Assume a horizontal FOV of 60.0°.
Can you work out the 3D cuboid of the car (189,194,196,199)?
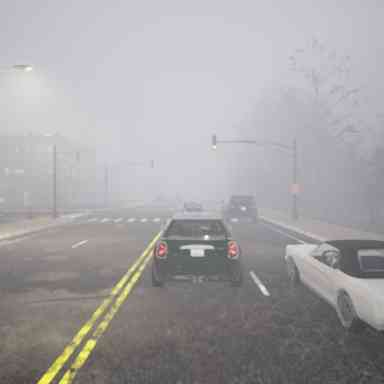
[{"bbox_3d":[0.249,1.233,91.638,1.837,1.490,4.892,0,0,0],"label":"car"}]

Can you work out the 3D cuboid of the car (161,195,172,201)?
[{"bbox_3d":[-6.276,1.434,82.372,2.128,1.511,4.902,0,0,0],"label":"car"}]

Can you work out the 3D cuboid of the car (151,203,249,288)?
[{"bbox_3d":[0.127,1.343,9.401,2.097,1.767,4.553,0,0,0],"label":"car"}]

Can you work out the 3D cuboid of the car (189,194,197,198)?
[{"bbox_3d":[0.221,1.430,81.636,1.812,1.442,4.674,0,0,0],"label":"car"}]

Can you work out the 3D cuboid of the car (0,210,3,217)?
[{"bbox_3d":[-19.873,1.792,30.841,4.313,1.339,1.947,-1,1,0],"label":"car"}]

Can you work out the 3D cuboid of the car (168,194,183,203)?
[{"bbox_3d":[-3.077,1.285,66.996,2.097,1.767,4.553,0,0,0],"label":"car"}]

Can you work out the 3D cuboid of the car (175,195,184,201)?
[{"bbox_3d":[-3.025,1.447,82.448,2.033,1.411,5.357,0,0,0],"label":"car"}]

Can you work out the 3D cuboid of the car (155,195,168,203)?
[{"bbox_3d":[-6.325,1.432,66.882,1.837,1.490,4.892,0,0,0],"label":"car"}]

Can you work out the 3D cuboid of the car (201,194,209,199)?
[{"bbox_3d":[3.499,1.272,91.630,2.033,1.411,5.357,0,0,0],"label":"car"}]

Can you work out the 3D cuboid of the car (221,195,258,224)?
[{"bbox_3d":[3.416,1.198,24.642,2.150,2.045,5.566,0,0,0],"label":"car"}]

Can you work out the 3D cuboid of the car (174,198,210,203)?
[{"bbox_3d":[-0.051,1.469,24.628,2.128,1.511,4.902,0,0,-4],"label":"car"}]

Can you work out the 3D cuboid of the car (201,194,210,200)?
[{"bbox_3d":[3.470,1.383,81.211,1.882,1.535,5.008,0,0,0],"label":"car"}]

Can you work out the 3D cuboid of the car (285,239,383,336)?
[{"bbox_3d":[3.364,1.594,6.695,1.895,1.301,4.718,0,0,0],"label":"car"}]
